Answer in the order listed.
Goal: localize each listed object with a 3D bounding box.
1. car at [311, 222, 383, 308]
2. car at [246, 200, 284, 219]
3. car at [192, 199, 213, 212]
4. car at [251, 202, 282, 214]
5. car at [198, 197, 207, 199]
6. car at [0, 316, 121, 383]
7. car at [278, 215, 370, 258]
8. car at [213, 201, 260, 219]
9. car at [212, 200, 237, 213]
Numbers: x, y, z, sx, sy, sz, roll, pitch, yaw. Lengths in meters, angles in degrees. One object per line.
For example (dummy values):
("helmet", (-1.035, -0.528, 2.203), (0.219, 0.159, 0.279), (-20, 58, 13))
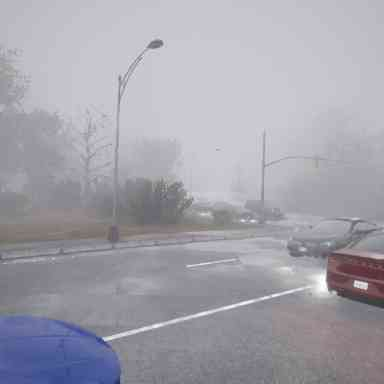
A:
("car", (5.041, 1.556, 7.383), (5.008, 1.535, 1.882), (1, -1, -35))
("car", (7.986, 1.932, 37.704), (2.150, 2.045, 5.566), (3, -1, -22))
("car", (1.424, 2.022, 45.274), (1.895, 1.301, 4.718), (3, 0, -18))
("car", (11.083, 2.374, 49.961), (2.033, 1.411, 5.357), (2, 1, -17))
("car", (1.870, 1.721, 56.906), (1.837, 1.490, 4.892), (2, 2, -13))
("car", (-2.813, 1.478, 1.735), (5.008, 1.535, 1.882), (0, 0, -36))
("car", (5.514, 1.671, 12.235), (4.674, 1.442, 1.812), (2, -1, -36))
("car", (4.736, 2.108, 36.316), (2.033, 1.411, 5.357), (3, -1, -23))
("car", (4.530, 2.054, 47.119), (1.837, 1.490, 4.892), (3, 1, -17))
